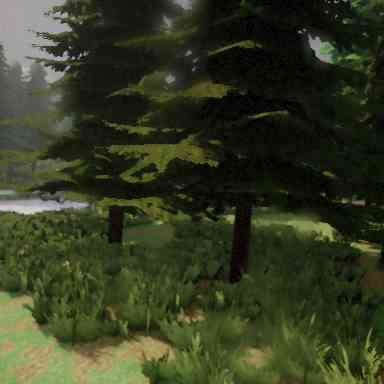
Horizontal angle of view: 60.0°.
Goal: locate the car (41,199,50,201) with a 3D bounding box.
[{"bbox_3d":[-10.035,0.034,26.814,1.837,1.490,4.892,5,3,24],"label":"car"}]
